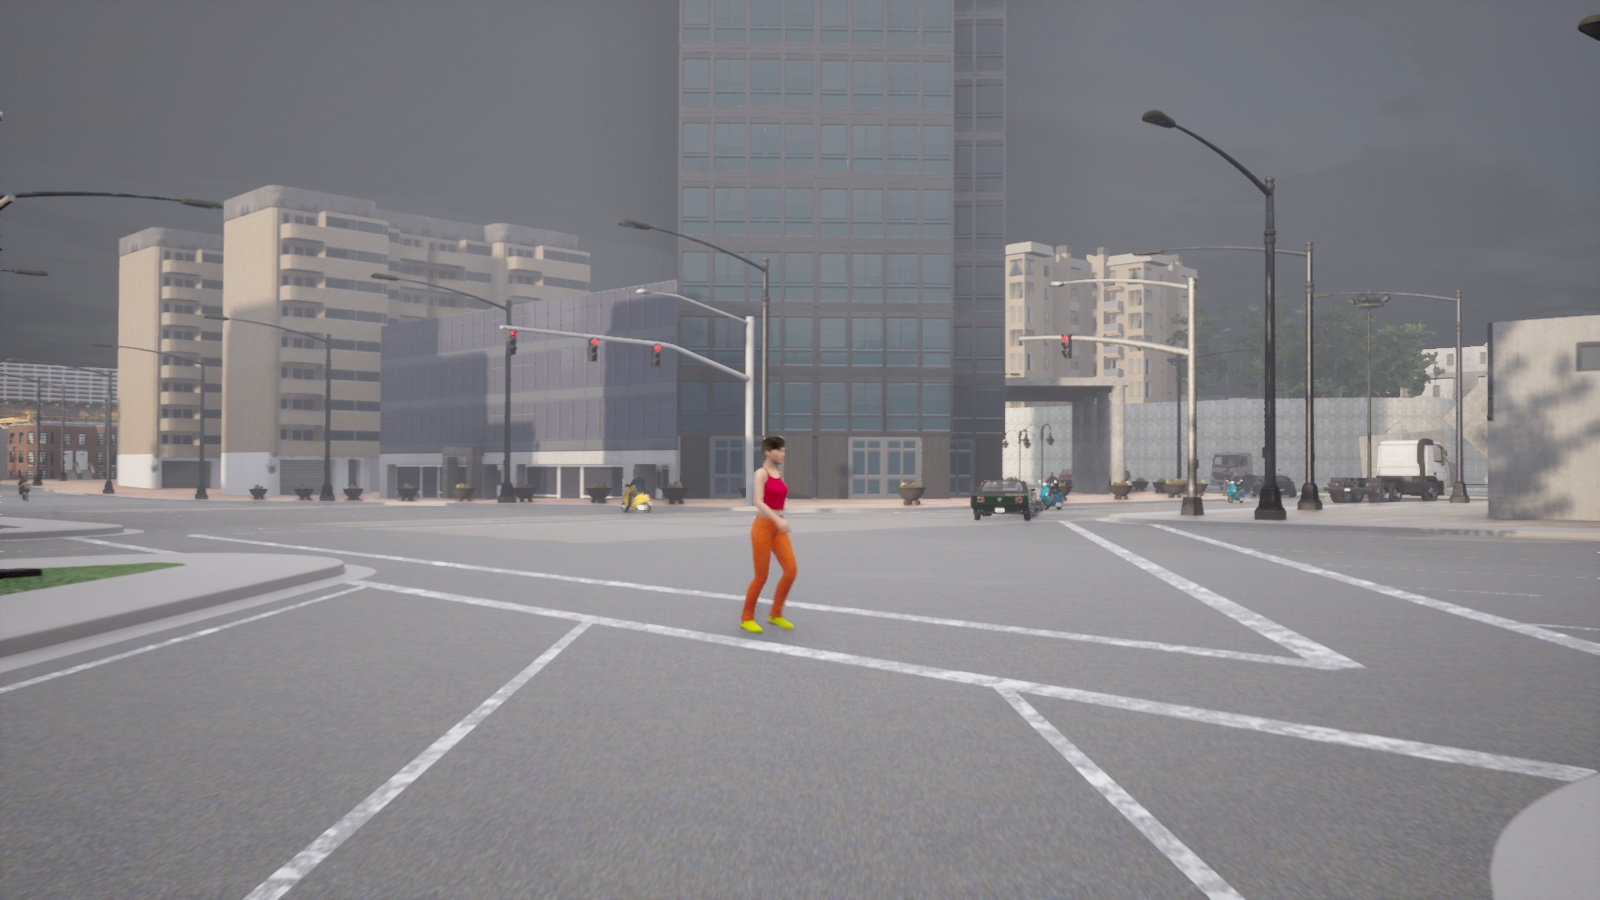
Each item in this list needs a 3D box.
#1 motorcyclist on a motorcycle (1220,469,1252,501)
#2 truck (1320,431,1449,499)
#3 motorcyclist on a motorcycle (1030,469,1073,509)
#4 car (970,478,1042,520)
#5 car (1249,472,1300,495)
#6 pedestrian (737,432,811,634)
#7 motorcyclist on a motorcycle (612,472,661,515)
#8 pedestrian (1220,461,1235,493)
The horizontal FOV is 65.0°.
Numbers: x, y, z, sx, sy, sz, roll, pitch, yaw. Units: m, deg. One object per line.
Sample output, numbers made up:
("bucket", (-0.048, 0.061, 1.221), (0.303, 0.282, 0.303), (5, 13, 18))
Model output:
("motorcyclist on a motorcycle", (22.083, 1.751, 63.644), (0.866, 1.590, 1.817), (-1, -1, 43))
("truck", (31.268, 0.836, 67.019), (7.936, 3.462, 2.891), (1, -1, -38))
("motorcyclist on a motorcycle", (10.308, 1.591, 51.470), (0.866, 1.590, 1.817), (-1, -1, 44))
("car", (7.010, 1.604, 42.331), (1.895, 1.301, 4.718), (-1, -1, 16))
("car", (30.257, 2.108, 80.151), (1.994, 1.385, 4.181), (0, -1, 6))
("pedestrian", (-0.242, 0.760, 11.714), (0.594, 1.836, 0.345), (-1, -1, 36))
("motorcyclist on a motorcycle", (-6.208, 1.658, 47.641), (1.817, 1.590, 0.866), (-2, -2, 44))
("pedestrian", (25.581, 1.632, 75.163), (0.563, 1.883, 0.849), (-1, -1, 43))
